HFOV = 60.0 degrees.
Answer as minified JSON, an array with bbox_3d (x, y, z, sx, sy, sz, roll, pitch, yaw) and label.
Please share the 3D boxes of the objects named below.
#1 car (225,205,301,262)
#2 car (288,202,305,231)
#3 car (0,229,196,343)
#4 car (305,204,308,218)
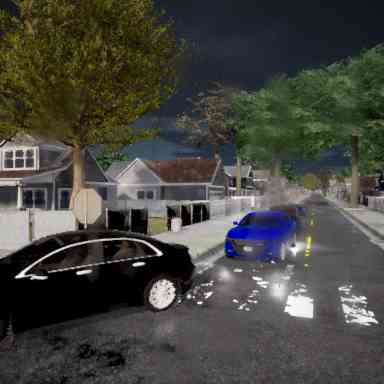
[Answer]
[{"bbox_3d":[2.727,1.477,12.471,1.882,1.535,5.008,0,0,24],"label":"car"},{"bbox_3d":[4.930,1.506,17.995,1.837,1.490,4.892,0,0,20],"label":"car"},{"bbox_3d":[-2.206,1.511,6.152,4.892,1.490,1.837,0,0,-35],"label":"car"},{"bbox_3d":[9.580,1.605,30.424,1.895,1.301,4.718,0,0,21],"label":"car"}]
